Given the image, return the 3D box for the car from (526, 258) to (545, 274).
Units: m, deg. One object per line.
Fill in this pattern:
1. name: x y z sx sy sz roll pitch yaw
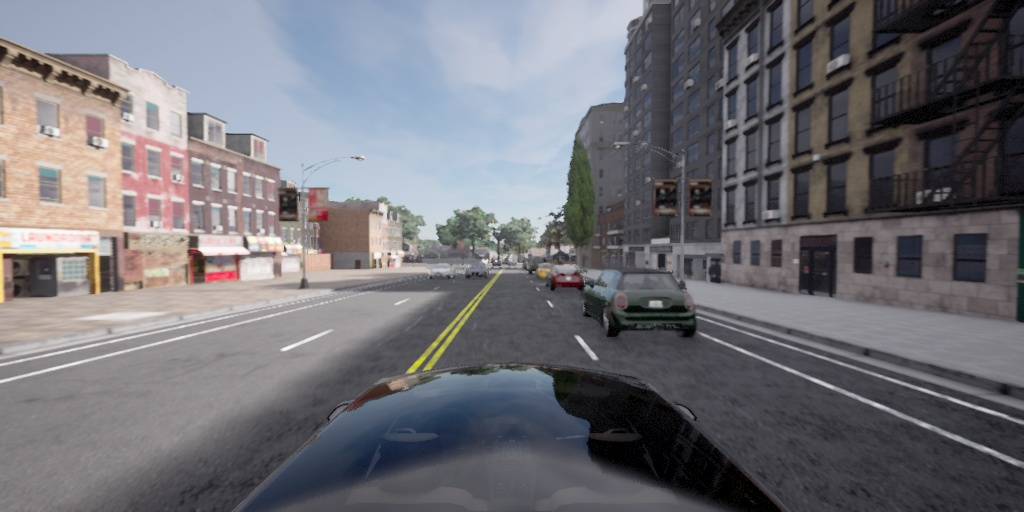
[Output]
1. car: 3.231 1.230 44.926 2.150 2.045 5.566 0 -1 0

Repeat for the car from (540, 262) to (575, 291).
1. car: 3.241 1.335 22.910 2.163 1.488 4.792 0 0 0

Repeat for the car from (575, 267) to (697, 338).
1. car: 3.347 1.117 10.407 2.097 1.767 4.553 0 0 1

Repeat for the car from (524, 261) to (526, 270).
1. car: 3.225 1.645 55.900 1.812 1.442 4.674 0 -1 0

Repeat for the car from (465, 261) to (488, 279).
1. car: -3.356 1.484 34.576 1.994 1.385 4.181 0 0 0

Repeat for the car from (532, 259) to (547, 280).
1. car: 3.236 1.372 34.077 1.801 1.575 5.366 0 0 0

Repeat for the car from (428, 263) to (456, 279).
1. car: -6.609 1.445 34.515 1.812 1.442 4.674 0 0 0
